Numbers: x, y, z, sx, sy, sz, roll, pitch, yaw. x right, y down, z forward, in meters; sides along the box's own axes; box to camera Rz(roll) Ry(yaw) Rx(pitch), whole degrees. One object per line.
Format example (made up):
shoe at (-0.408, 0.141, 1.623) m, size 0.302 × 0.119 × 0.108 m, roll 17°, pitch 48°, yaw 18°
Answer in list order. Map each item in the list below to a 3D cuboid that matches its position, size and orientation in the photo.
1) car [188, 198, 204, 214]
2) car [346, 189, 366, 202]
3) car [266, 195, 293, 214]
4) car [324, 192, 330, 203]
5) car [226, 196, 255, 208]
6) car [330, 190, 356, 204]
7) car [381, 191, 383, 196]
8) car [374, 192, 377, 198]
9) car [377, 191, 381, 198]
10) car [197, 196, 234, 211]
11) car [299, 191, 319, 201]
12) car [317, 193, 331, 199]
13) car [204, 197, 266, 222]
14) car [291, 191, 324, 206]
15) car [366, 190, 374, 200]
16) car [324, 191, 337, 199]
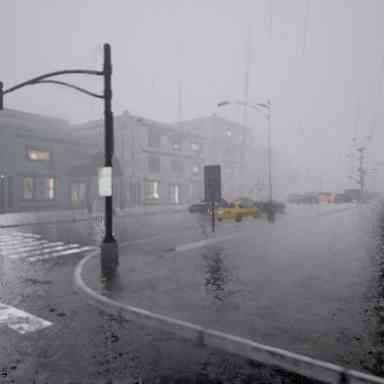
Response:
car at (1.579, 1.234, 30.531) m, size 1.837 × 1.490 × 4.892 m, roll -1°, pitch 0°, yaw 36°
car at (25.680, 0.553, 53.108) m, size 2.150 × 2.045 × 5.566 m, roll -1°, pitch 0°, yaw 36°
car at (6.252, 1.192, 27.103) m, size 2.008 × 1.369 × 4.403 m, roll 0°, pitch 0°, yaw 36°
car at (20.652, 0.772, 51.477) m, size 2.097 × 1.767 × 4.553 m, roll -1°, pitch 0°, yaw 36°
car at (5.991, 1.248, 40.983) m, size 1.802 × 1.307 × 4.206 m, roll 0°, pitch 0°, yaw 36°
car at (21.579, 0.901, 47.401) m, size 1.837 × 1.490 × 4.892 m, roll -1°, pitch 0°, yaw 36°
car at (41.892, 0.628, 76.059) m, size 1.887 × 1.381 × 4.507 m, roll 0°, pitch 0°, yaw 36°
car at (35.555, 0.747, 67.364) m, size 1.947 × 1.339 × 4.313 m, roll 0°, pitch 0°, yaw 36°
car at (38.811, 0.697, 71.838) m, size 1.947 × 1.339 × 4.313 m, roll 0°, pitch 0°, yaw 36°
car at (2.635, 1.245, 36.371) m, size 1.752 × 1.417 × 4.829 m, roll 0°, pitch 0°, yaw 36°
car at (22.267, 0.725, 63.350) m, size 2.192 × 1.841 × 5.009 m, roll 0°, pitch 0°, yaw 36°
car at (28.782, 0.891, 72.297) m, size 1.802 × 1.307 × 4.206 m, roll 0°, pitch 0°, yaw 36°
car at (3.096, 1.217, 22.767) m, size 1.752 × 1.417 × 4.829 m, roll 0°, pitch 0°, yaw 36°
car at (15.310, 0.996, 44.048) m, size 2.128 × 1.511 × 4.902 m, roll -1°, pitch 0°, yaw 37°
car at (32.297, 0.546, 62.890) m, size 2.192 × 1.841 × 5.009 m, roll 0°, pitch 0°, yaw 36°
car at (32.037, 0.699, 76.770) m, size 1.967 × 1.590 × 4.097 m, roll 0°, pitch 0°, yaw 36°
